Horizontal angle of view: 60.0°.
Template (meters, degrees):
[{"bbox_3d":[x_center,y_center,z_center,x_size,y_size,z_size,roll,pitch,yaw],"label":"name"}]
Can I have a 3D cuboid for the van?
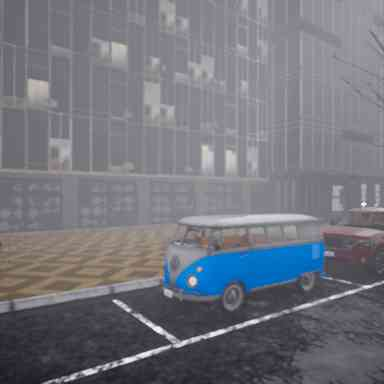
[{"bbox_3d":[1.271,1.398,7.471,3.998,1.788,1.690,1,-1,-35],"label":"van"}]

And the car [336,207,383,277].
[{"bbox_3d":[5.911,1.433,10.777,5.009,1.841,2.192,1,-1,-35],"label":"car"}]
